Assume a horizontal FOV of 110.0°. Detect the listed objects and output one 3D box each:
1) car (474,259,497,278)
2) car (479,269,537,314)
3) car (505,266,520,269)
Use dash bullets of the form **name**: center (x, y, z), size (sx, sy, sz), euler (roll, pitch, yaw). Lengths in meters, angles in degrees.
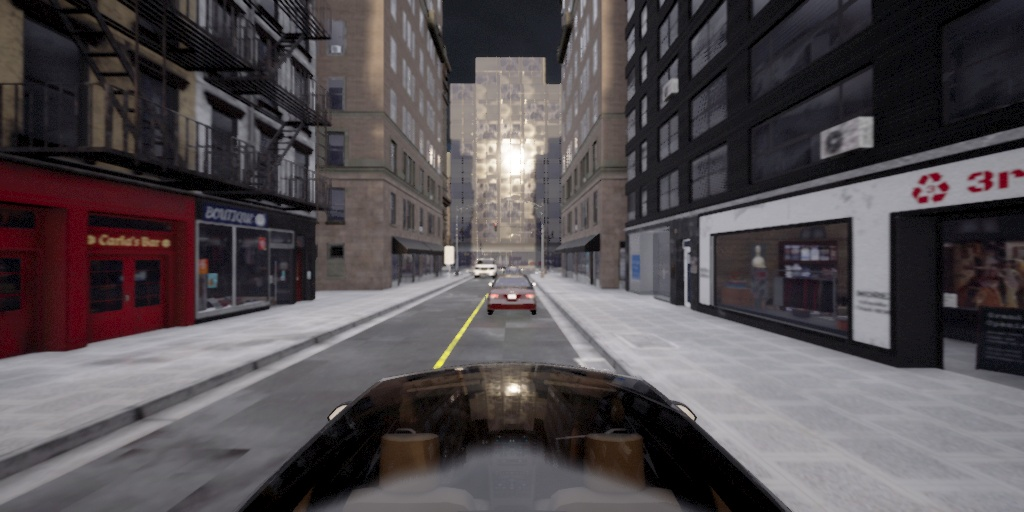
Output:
- **car**: center (-2.754, 1.285, 38.334), size (2.150, 2.045, 5.566), euler (0, -1, 0)
- **car**: center (0.010, 1.413, 14.373), size (2.033, 1.411, 5.357), euler (0, 0, 0)
- **car**: center (0.023, 1.560, 30.336), size (1.994, 1.385, 4.181), euler (0, 0, 1)
